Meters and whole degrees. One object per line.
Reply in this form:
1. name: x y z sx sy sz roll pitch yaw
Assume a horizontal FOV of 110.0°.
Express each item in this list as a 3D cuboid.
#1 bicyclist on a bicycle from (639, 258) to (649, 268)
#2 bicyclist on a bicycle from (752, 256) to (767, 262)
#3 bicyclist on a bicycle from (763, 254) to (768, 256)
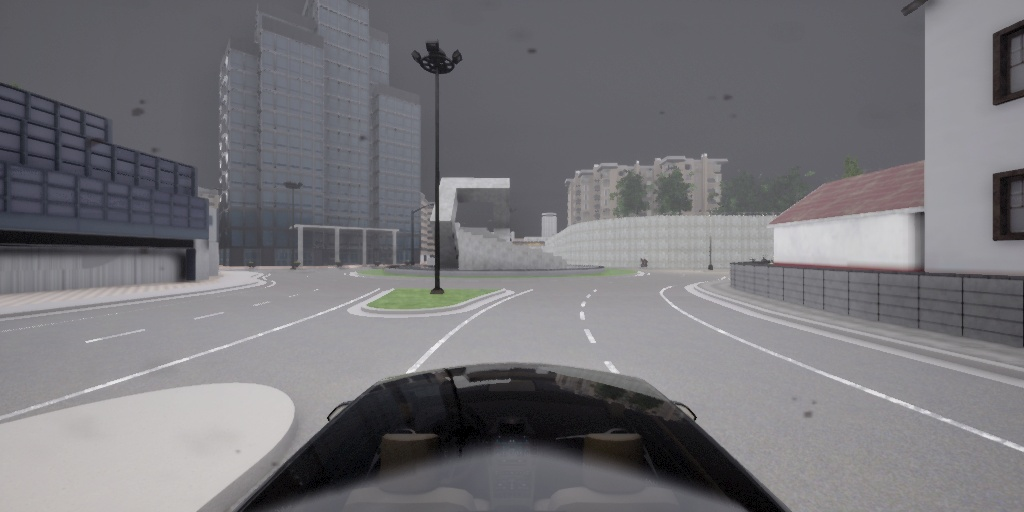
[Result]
1. bicyclist on a bicycle: 21.948 1.173 59.079 1.656 1.620 0.582 -6 12 -28
2. bicyclist on a bicycle: 23.331 1.079 34.251 1.656 1.620 0.582 0 -9 3
3. bicyclist on a bicycle: 24.384 0.554 34.779 0.582 1.620 1.656 20 1 36
